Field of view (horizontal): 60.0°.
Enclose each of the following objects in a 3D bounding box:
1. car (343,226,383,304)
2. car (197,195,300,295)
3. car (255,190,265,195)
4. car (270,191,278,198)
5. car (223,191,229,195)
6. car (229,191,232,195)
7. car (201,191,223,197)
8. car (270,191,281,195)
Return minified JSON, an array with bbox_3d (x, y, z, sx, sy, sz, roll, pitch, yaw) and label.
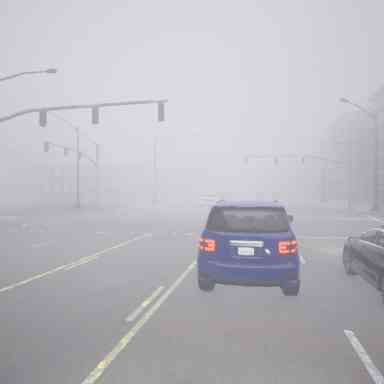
[{"bbox_3d":[4.806,1.492,7.432,2.128,1.511,4.902,0,0,11],"label":"car"},{"bbox_3d":[1.544,1.221,8.964,2.150,2.045,5.566,0,0,11],"label":"car"},{"bbox_3d":[15.504,0.904,75.469,1.994,1.385,4.181,0,1,11],"label":"car"},{"bbox_3d":[20.909,0.609,84.589,1.837,1.490,4.892,0,1,11],"label":"car"},{"bbox_3d":[4.725,0.923,57.809,2.150,2.045,5.566,0,1,12],"label":"car"},{"bbox_3d":[7.022,0.726,68.814,2.150,2.045,5.566,0,1,11],"label":"car"},{"bbox_3d":[2.643,1.079,47.512,2.150,2.045,5.566,0,1,11],"label":"car"},{"bbox_3d":[18.927,0.707,74.740,2.097,1.767,4.553,0,1,11],"label":"car"}]
